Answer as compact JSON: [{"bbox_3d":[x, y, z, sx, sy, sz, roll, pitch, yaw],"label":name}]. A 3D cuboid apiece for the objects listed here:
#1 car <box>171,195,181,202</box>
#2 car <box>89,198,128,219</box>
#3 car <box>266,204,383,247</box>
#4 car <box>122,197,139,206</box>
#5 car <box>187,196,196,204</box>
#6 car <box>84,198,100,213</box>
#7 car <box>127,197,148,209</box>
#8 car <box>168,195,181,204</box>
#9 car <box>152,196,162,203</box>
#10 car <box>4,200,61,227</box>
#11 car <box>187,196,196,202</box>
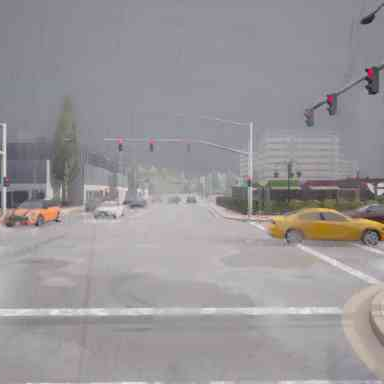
[{"bbox_3d":[-3.610,1.425,74.879,1.994,1.385,4.181,0,0,0],"label":"car"},{"bbox_3d":[-7.144,1.526,28.967,1.812,1.442,4.674,0,0,0],"label":"car"},{"bbox_3d":[5.845,1.478,14.721,5.008,1.535,1.882,0,1,7],"label":"car"},{"bbox_3d":[-10.666,1.547,58.045,2.033,1.411,5.357,0,0,0],"label":"car"},{"bbox_3d":[-0.095,1.491,64.611,2.128,1.511,4.902,0,0,0],"label":"car"},{"bbox_3d":[-10.655,1.505,37.638,1.837,1.490,4.892,0,0,0],"label":"car"},{"bbox_3d":[-7.166,1.547,45.208,2.033,1.411,5.357,0,0,0],"label":"car"},{"bbox_3d":[-3.595,1.547,64.605,2.033,1.411,5.357,0,0,0],"label":"car"},{"bbox_3d":[-7.112,1.508,67.820,1.837,1.490,4.892,0,-1,0],"label":"car"},{"bbox_3d":[-10.633,1.351,22.517,2.097,1.767,4.553,0,0,0],"label":"car"},{"bbox_3d":[-0.110,1.468,74.916,1.895,1.301,4.718,0,0,0],"label":"car"}]
